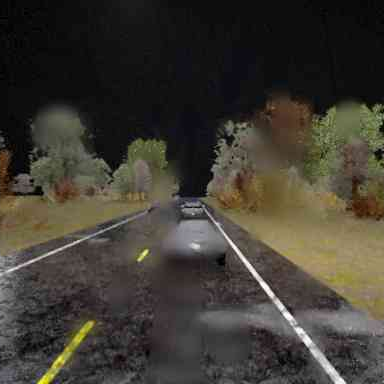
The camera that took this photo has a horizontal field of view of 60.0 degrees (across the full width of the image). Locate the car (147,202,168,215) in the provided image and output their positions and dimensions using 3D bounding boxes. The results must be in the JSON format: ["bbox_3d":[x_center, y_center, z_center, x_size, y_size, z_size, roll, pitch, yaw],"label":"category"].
[{"bbox_3d":[-3.598,1.699,35.583,1.895,1.301,4.718,0,0,0],"label":"car"}]

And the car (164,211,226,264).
[{"bbox_3d":[0.089,1.594,11.904,1.994,1.385,4.181,0,0,0],"label":"car"}]

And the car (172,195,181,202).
[{"bbox_3d":[-3.503,1.476,76.332,2.128,1.511,4.902,0,0,0],"label":"car"}]

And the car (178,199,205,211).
[{"bbox_3d":[0.091,1.567,28.759,2.128,1.511,4.902,0,0,0],"label":"car"}]
